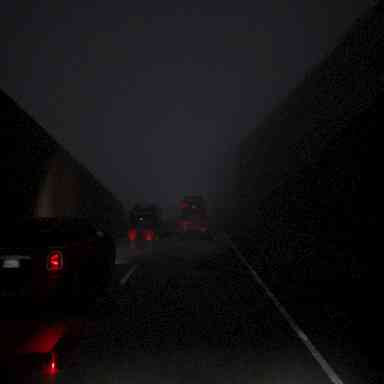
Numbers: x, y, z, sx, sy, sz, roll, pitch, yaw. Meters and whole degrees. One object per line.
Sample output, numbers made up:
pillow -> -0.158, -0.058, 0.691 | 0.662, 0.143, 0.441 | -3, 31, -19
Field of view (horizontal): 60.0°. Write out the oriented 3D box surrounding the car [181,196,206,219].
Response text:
car -> 0.152, 1.382, 31.496 | 2.150, 2.045, 5.566 | 0, 0, 0

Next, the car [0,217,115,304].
car -> -3.417, 1.405, 8.452 | 2.097, 1.767, 4.553 | 0, 0, 0

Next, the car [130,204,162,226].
car -> -3.370, 1.624, 24.705 | 2.128, 1.511, 4.902 | 0, 0, 0
